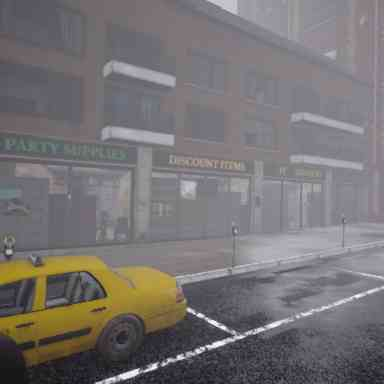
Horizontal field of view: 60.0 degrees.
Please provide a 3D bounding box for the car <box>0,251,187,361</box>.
[{"bbox_3d":[-2.356,1.526,4.394,4.829,1.417,1.752,0,2,-35],"label":"car"}]

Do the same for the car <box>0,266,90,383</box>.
[{"bbox_3d":[-3.043,1.490,0.905,4.902,1.511,2.128,0,0,-35],"label":"car"}]
